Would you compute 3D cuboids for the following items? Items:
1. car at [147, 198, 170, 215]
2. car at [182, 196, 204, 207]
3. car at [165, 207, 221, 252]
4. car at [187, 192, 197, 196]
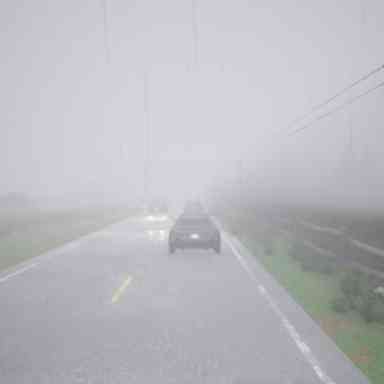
[{"bbox_3d":[-3.223,1.381,32.788,2.128,1.511,4.902,0,0,1],"label":"car"},{"bbox_3d":[0.124,1.384,31.363,2.128,1.511,4.902,0,0,0],"label":"car"},{"bbox_3d":[0.100,1.517,13.672,1.994,1.385,4.181,0,0,0],"label":"car"},{"bbox_3d":[0.374,0.863,90.032,2.097,1.767,4.553,0,0,-2],"label":"car"}]
